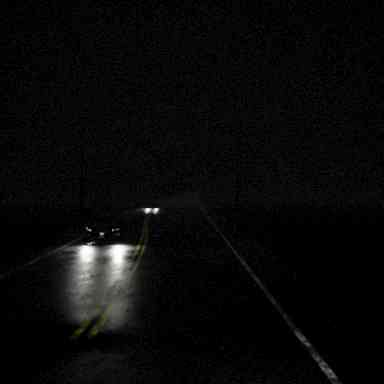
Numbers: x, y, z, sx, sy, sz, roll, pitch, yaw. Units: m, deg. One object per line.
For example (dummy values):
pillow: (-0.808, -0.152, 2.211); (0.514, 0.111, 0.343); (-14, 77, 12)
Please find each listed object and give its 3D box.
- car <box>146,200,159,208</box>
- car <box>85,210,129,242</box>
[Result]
car: (-7.046, 2.179, 59.785); (1.895, 1.301, 4.718); (0, 0, 1)
car: (-4.493, 1.754, 18.078); (1.837, 1.490, 4.892); (0, -1, -6)
